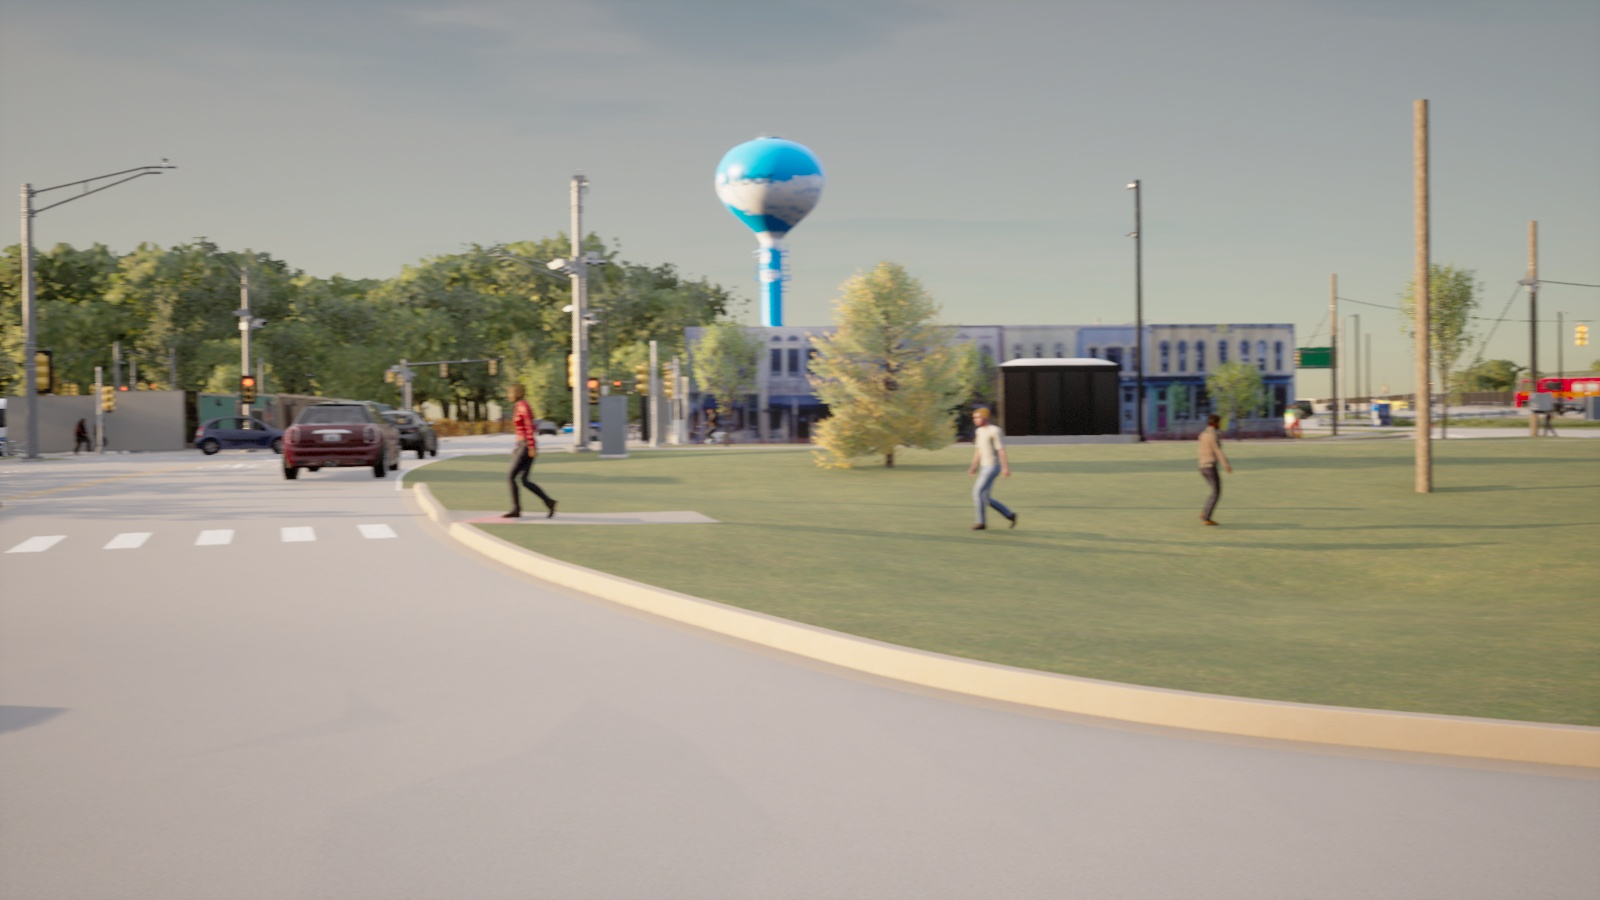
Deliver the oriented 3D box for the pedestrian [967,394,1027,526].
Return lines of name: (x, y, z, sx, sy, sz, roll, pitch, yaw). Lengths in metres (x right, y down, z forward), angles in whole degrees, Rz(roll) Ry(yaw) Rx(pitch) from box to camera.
pedestrian: (2.809, 0.140, 17.938, 0.706, 1.836, 0.354, -2, 1, -13)

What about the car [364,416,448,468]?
car: (-12.070, -0.273, 38.740, 1.816, 1.474, 4.193, -2, 1, -9)

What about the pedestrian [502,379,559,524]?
pedestrian: (-3.507, 0.017, 16.382, 0.636, 1.846, 0.331, -2, 1, -7)

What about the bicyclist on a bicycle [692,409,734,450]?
bicyclist on a bicycle: (-3.922, -0.910, 56.538, 1.843, 1.776, 0.659, -1, 1, -4)

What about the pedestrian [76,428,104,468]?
pedestrian: (-33.583, -0.097, 59.423, 0.899, 1.844, 0.634, -2, 1, 1)

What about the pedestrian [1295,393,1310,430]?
pedestrian: (25.582, -1.956, 63.924, 0.614, 1.847, 0.353, -2, 1, -19)

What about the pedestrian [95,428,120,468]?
pedestrian: (-33.502, -0.111, 60.751, 0.849, 1.883, 0.563, -2, 1, -4)

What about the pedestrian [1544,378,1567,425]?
pedestrian: (31.987, -2.030, 53.189, 0.423, 1.949, 0.788, -2, 1, -4)

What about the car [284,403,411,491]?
car: (-10.166, -0.147, 28.564, 2.097, 1.767, 4.553, -2, 2, -12)

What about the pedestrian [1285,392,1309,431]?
pedestrian: (25.639, -1.966, 64.740, 0.873, 1.952, 0.659, -2, 1, -12)

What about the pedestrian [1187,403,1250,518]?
pedestrian: (6.722, 0.167, 20.169, 0.869, 1.805, 0.328, -2, 1, -10)

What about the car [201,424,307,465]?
car: (-23.195, -0.255, 53.433, 3.988, 1.617, 1.851, -2, 1, -23)
